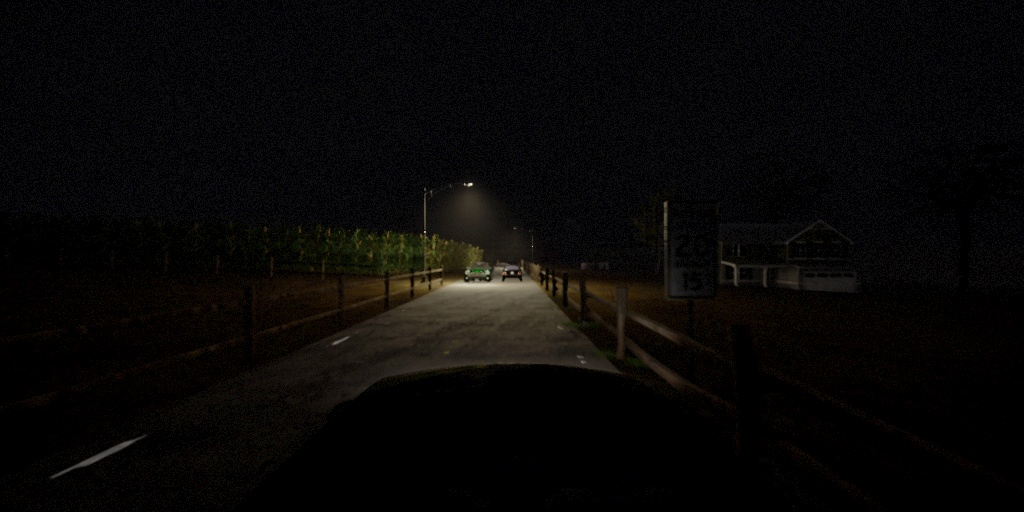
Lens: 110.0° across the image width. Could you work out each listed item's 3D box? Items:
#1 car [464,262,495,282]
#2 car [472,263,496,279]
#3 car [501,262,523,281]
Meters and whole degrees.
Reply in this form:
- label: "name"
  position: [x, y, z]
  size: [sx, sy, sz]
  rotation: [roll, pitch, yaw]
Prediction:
- label: "car"
  position: [-2.744, 1.305, 30.268]
  size: [2.097, 1.767, 4.553]
  rotation: [0, 0, 0]
- label: "car"
  position: [-2.743, 1.475, 36.438]
  size: [2.033, 1.411, 5.357]
  rotation: [0, 0, 0]
- label: "car"
  position: [0.014, 1.455, 31.989]
  size: [2.033, 1.411, 5.357]
  rotation: [0, 0, 0]
